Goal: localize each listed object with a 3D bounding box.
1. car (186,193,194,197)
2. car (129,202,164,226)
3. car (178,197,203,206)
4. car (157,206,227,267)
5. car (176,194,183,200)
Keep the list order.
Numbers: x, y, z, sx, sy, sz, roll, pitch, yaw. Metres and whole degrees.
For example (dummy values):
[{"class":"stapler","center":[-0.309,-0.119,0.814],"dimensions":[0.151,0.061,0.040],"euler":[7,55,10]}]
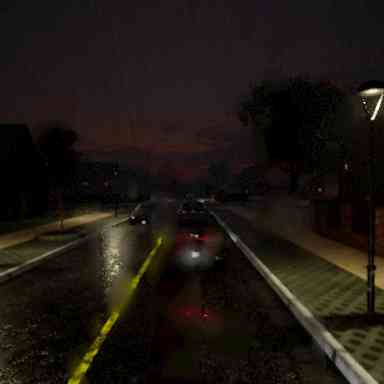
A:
[{"class":"car","center":[-0.524,1.292,84.390],"dimensions":[1.895,1.301,4.718],"euler":[0,0,-1]},{"class":"car","center":[-2.845,1.399,22.286],"dimensions":[2.033,1.411,5.357],"euler":[0,0,0]},{"class":"car","center":[0.083,1.385,25.346],"dimensions":[2.033,1.411,5.357],"euler":[0,0,0]},{"class":"car","center":[0.085,1.421,11.122],"dimensions":[1.837,1.490,4.892],"euler":[0,0,0]},{"class":"car","center":[-3.362,1.332,90.388],"dimensions":[1.882,1.535,5.008],"euler":[0,0,-1]}]
